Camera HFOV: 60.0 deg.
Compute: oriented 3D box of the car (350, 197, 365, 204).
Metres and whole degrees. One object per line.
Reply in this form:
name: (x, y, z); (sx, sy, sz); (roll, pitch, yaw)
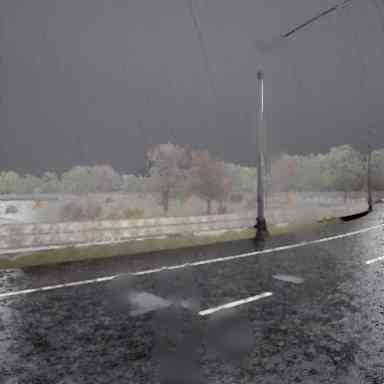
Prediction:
car: (39.246, 1.982, 79.035); (2.097, 1.767, 4.553); (0, 0, 5)
